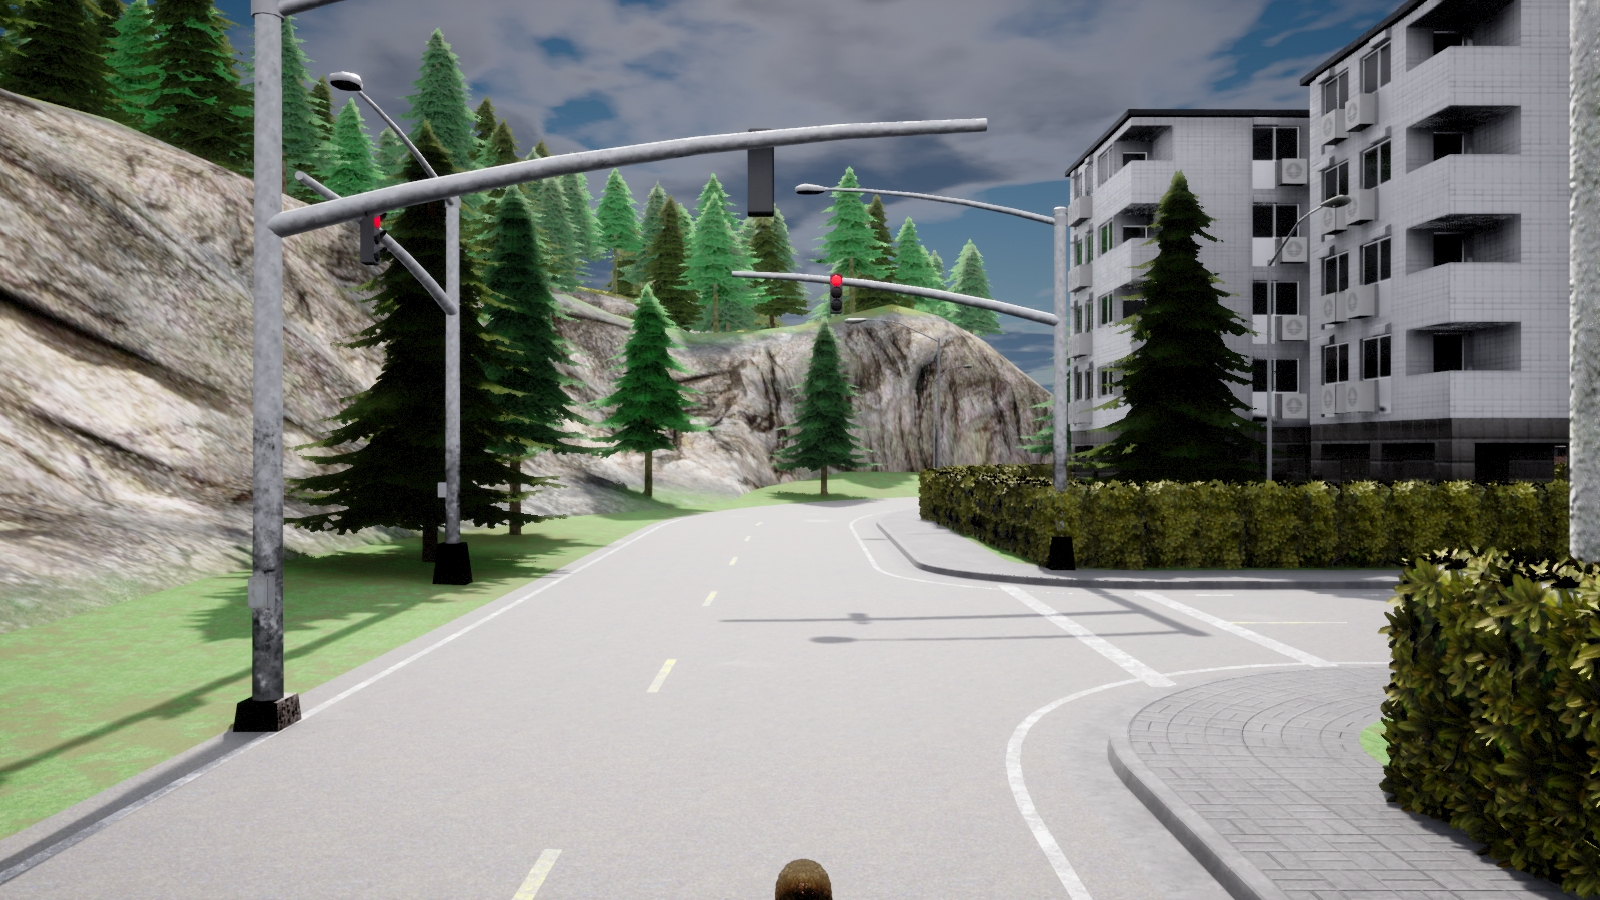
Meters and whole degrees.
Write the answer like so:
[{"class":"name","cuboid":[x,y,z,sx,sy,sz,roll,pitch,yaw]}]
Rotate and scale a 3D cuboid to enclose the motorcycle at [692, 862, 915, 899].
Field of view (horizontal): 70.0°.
[{"class":"motorcycle","cuboid":[0.010,2.193,3.477,0.803,1.145,2.033,0,0,0]}]
